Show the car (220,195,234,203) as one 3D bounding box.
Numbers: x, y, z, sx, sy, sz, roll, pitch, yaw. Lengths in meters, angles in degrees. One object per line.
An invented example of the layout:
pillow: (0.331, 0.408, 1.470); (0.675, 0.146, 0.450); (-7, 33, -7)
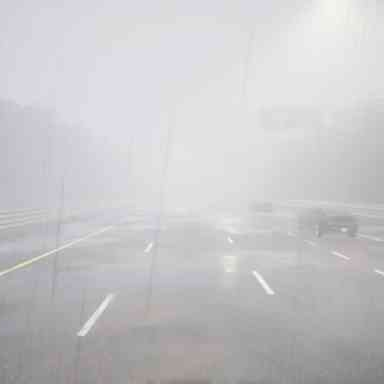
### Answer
car: (7.156, 1.488, 66.047); (1.812, 1.442, 4.674); (0, 0, 0)

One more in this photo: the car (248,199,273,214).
car: (7.071, 1.477, 34.574); (1.882, 1.535, 5.008); (0, 0, 0)

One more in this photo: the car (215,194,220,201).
car: (7.199, 1.478, 81.148); (1.812, 1.442, 4.674); (0, 0, 0)

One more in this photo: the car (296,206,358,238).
car: (7.025, 1.501, 17.759); (1.837, 1.490, 4.892); (0, 0, 0)
